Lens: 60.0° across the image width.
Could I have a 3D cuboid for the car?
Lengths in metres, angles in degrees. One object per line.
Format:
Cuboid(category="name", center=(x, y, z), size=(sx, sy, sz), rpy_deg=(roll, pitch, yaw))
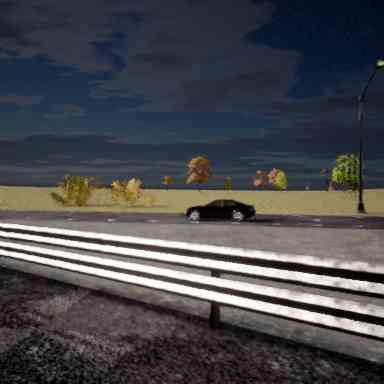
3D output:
Cuboid(category="car", center=(2.015, 1.258, 23.707), size=(5.008, 1.535, 1.882), rpy_deg=(0, 0, 17))
